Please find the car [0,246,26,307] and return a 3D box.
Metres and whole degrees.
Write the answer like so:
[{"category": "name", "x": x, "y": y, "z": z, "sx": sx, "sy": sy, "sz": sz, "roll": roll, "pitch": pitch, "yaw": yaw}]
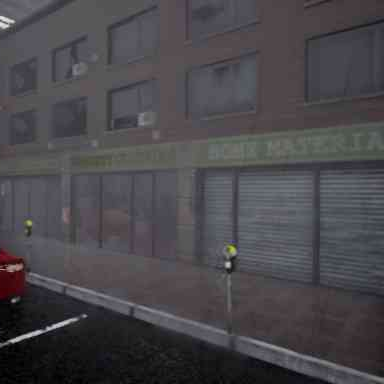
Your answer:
[{"category": "car", "x": -5.041, "y": 1.413, "z": 6.520, "sx": 4.507, "sy": 1.381, "sz": 1.887, "roll": 1, "pitch": 0, "yaw": 36}]
